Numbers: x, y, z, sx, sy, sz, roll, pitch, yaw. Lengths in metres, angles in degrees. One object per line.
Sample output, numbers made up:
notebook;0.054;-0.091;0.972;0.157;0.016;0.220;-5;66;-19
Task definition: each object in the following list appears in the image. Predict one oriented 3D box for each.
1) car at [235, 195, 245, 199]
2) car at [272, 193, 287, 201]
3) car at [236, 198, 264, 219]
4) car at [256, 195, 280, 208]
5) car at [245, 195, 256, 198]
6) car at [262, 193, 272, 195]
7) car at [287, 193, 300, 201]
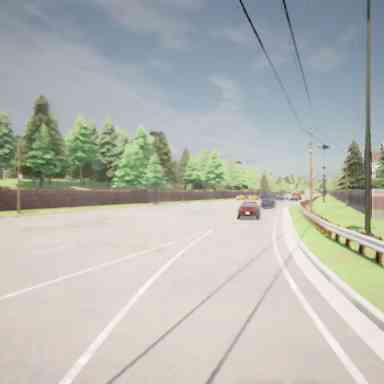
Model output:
car;13.435;1.560;92.031;1.882;1.535;5.008;0;0;22
car;23.167;1.596;88.088;1.882;1.535;5.008;0;0;22
car;5.086;1.557;29.349;1.812;1.442;4.674;0;0;14
car;11.174;1.555;48.564;2.128;1.511;4.902;0;0;21
car;16.679;1.572;90.717;1.882;1.535;5.008;0;0;22
car;19.935;1.331;89.430;2.150;2.045;5.566;0;0;22
car;26.578;1.726;87.188;1.895;1.301;4.718;0;0;22
